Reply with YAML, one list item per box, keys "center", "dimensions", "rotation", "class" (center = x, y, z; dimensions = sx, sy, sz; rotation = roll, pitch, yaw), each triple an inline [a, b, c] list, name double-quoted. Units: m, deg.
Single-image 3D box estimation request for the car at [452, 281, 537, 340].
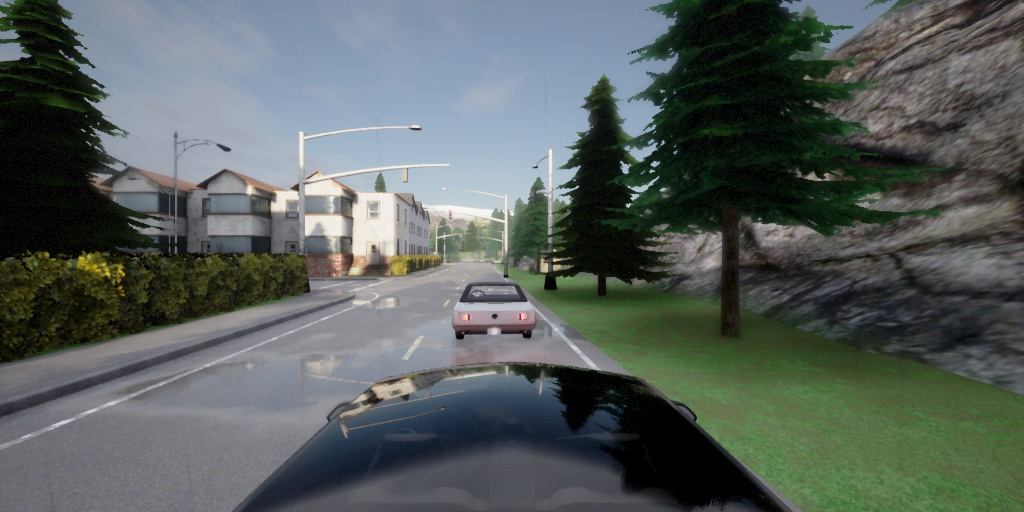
- center: [-0.539, 1.351, 10.019]
  dimensions: [1.895, 1.301, 4.718]
  rotation: [0, 0, -4]
  class: "car"
